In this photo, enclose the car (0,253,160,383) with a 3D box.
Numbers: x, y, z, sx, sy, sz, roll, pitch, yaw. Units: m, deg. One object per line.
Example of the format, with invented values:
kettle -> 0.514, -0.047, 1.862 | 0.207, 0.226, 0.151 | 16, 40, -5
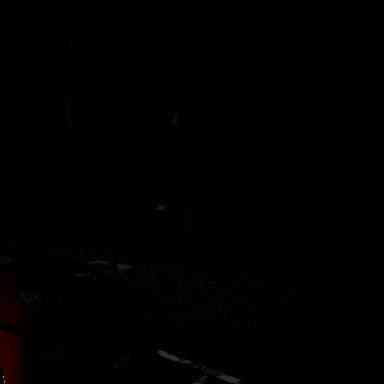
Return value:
car -> -2.482, 1.549, 4.628 | 4.507, 1.381, 1.887 | 0, 0, 36
